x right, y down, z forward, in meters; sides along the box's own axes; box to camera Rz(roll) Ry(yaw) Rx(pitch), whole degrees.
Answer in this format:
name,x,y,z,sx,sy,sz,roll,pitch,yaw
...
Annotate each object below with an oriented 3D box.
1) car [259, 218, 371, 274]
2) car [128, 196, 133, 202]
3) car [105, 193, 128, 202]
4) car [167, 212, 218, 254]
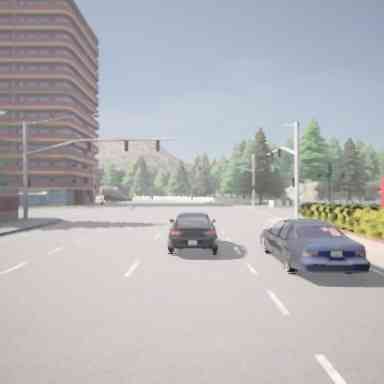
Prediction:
name,x,y,z,sx,sy,sz,roll,pitch,yaw
car,3.516,1.549,10.564,2.033,1.411,5.357,0,0,0
car,-15.508,1.511,76.302,4.892,1.490,1.837,0,0,45
car,-17.020,1.236,72.880,2.150,2.045,5.566,0,0,-42
car,0.045,1.527,13.412,1.812,1.442,4.674,0,0,1
